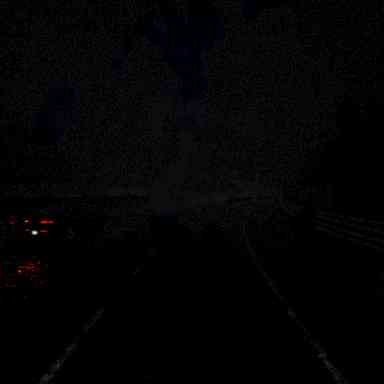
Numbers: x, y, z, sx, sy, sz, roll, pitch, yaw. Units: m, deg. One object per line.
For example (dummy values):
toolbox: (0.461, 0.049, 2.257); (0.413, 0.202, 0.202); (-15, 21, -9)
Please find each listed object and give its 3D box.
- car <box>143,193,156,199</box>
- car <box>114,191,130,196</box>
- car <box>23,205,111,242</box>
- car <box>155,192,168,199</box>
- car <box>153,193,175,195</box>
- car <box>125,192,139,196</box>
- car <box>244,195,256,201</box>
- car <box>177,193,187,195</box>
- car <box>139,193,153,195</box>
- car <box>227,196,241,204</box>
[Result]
car: (-11.883, 1.017, 93.592); (1.882, 1.535, 5.008); (1, 0, 16)
car: (-16.371, 0.748, 78.377); (2.150, 2.045, 5.566); (1, 0, 16)
car: (-5.662, 1.366, 15.768); (1.837, 1.490, 4.892); (1, 1, 16)
car: (-8.509, 0.932, 92.656); (2.097, 1.767, 4.553); (1, 0, 16)
car: (-6.272, 1.177, 75.516); (2.033, 1.411, 5.357); (1, 0, 16)
car: (-13.011, 1.156, 77.414); (1.895, 1.301, 4.718); (1, 0, 16)
car: (14.066, 1.362, 82.604); (1.812, 1.442, 4.674); (1, 0, 16)
car: (-1.790, 1.154, 90.701); (1.837, 1.490, 4.892); (1, 0, 16)
car: (-9.635, 1.099, 76.482); (1.837, 1.490, 4.892); (1, 0, 16)
car: (7.822, 1.370, 61.454); (2.033, 1.411, 5.357); (1, 0, 16)
